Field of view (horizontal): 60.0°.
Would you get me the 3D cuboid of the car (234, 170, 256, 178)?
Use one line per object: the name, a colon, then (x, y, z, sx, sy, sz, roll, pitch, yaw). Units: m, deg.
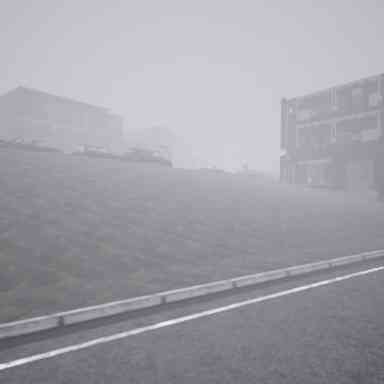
car: (6.448, -2.278, 46.383, 2.002, 1.452, 4.674, 1, -2, 40)

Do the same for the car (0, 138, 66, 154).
car: (-12.295, -3.345, 25.851, 4.892, 1.521, 2.231, 2, -1, -44)

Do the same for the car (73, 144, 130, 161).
car: (-8.326, -3.307, 29.855, 2.185, 1.767, 4.553, 0, -1, 45)

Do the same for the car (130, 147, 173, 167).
car: (-4.449, -3.247, 33.911, 2.435, 2.045, 5.566, 0, -2, 44)

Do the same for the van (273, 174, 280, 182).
van: (13.425, -1.977, 55.155, 1.878, 1.987, 4.442, 1, -3, 38)

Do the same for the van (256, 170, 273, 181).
van: (10.039, -2.268, 50.781, 1.878, 1.987, 4.442, 1, -2, 39)

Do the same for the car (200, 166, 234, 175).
car: (2.885, -2.526, 42.145, 2.002, 1.452, 4.674, 1, -2, 41)
